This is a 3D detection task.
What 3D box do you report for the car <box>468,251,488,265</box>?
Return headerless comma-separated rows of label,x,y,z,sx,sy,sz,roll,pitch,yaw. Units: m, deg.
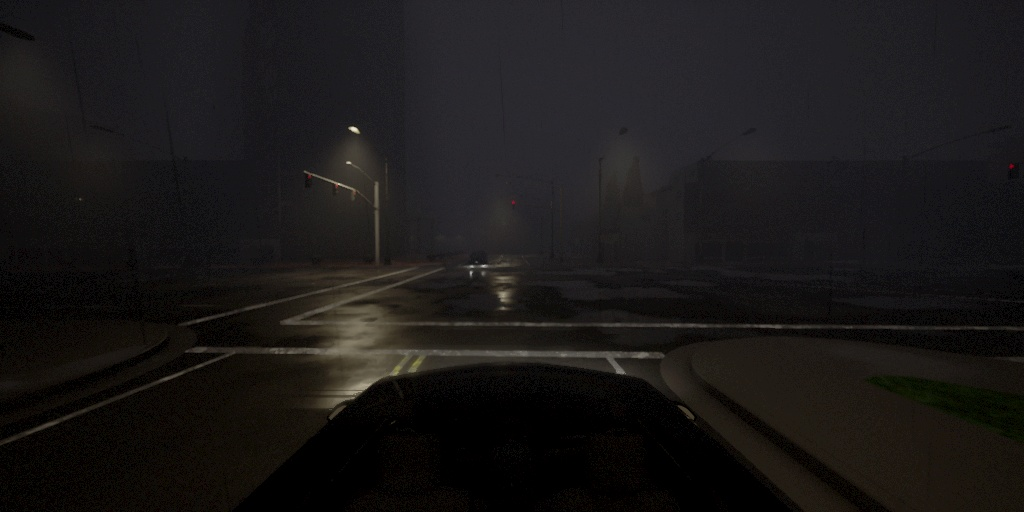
car,-3.494,0.133,37.958,2.033,1.411,5.357,0,2,0
